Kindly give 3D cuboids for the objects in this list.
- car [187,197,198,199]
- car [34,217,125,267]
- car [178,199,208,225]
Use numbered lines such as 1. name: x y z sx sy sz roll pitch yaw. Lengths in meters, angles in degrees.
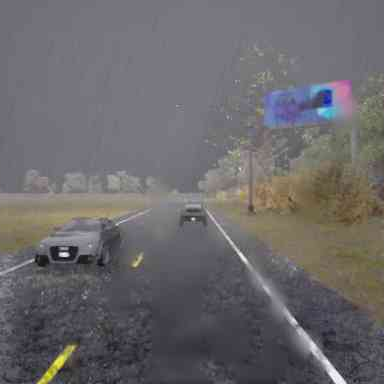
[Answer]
1. car: 0.086 1.360 42.692 2.097 1.767 4.553 0 0 0
2. car: -3.593 1.566 11.325 1.994 1.385 4.181 0 0 0
3. car: 0.088 1.509 23.857 1.837 1.490 4.892 0 0 0
